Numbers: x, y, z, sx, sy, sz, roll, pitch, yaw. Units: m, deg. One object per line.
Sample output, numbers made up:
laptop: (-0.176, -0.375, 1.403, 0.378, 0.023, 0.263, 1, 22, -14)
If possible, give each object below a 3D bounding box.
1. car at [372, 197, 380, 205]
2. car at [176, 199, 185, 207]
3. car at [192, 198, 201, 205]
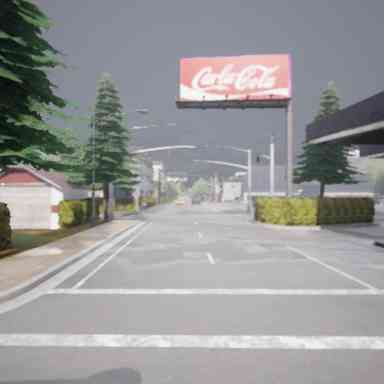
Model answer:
car: (42.075, 2.068, 77.866, 1.932, 1.855, 4.605, 0, -1, -2)
car: (-2.417, 2.201, 69.207, 1.882, 1.535, 5.008, 0, -1, -1)
car: (0.933, 2.157, 75.715, 2.128, 1.511, 4.902, 0, -1, -1)
